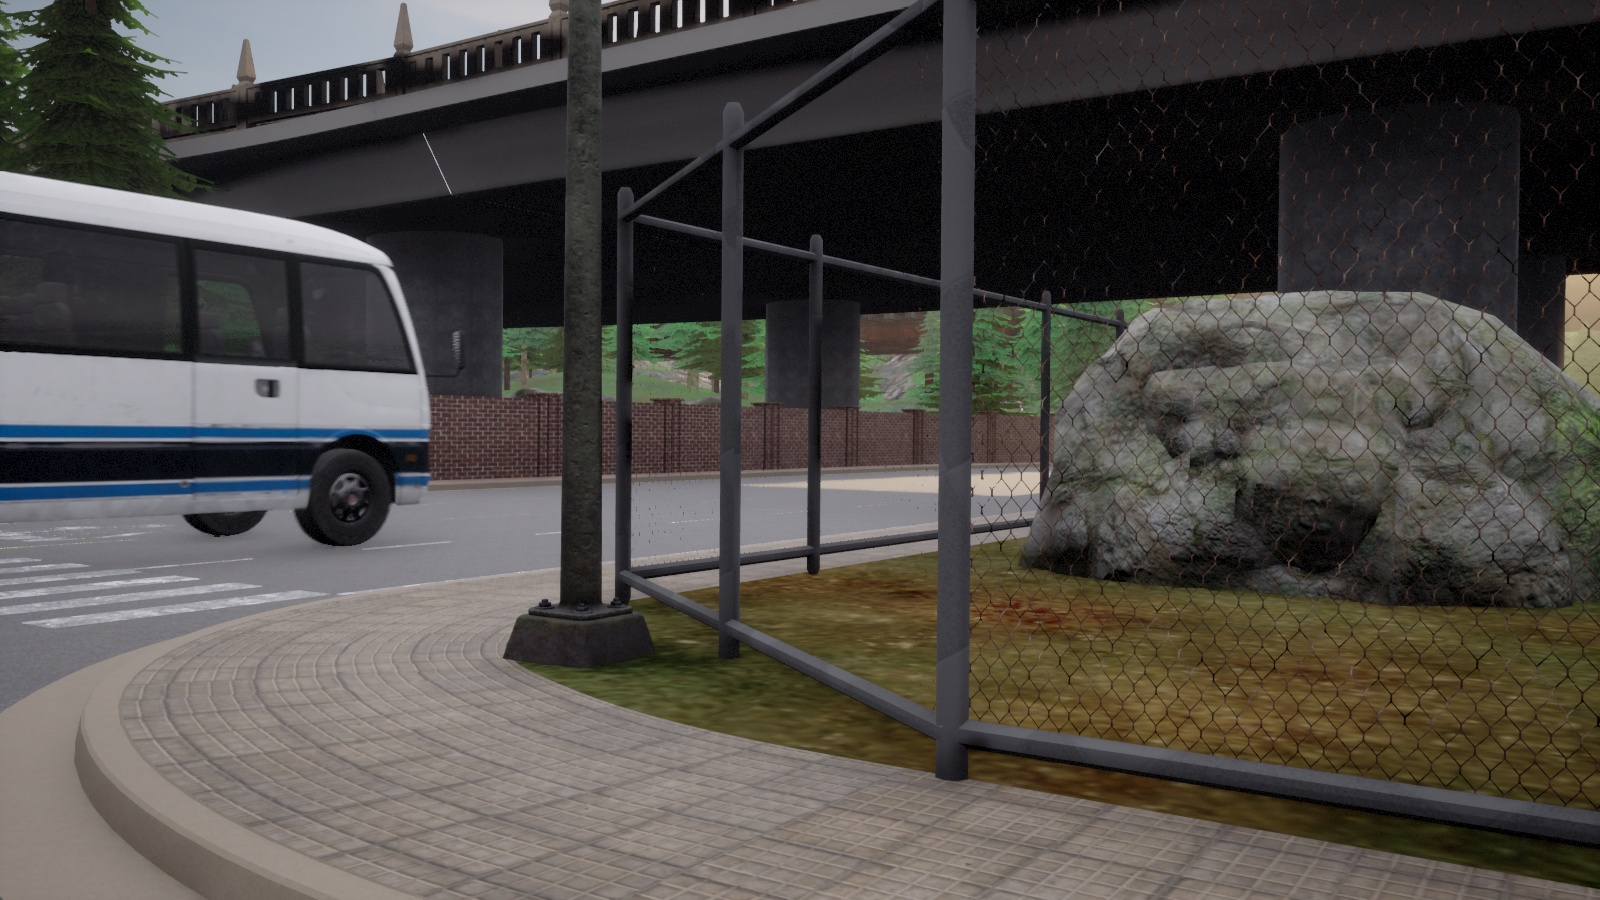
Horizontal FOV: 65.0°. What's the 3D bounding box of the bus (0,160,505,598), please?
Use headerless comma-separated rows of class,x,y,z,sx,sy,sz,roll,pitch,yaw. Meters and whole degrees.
bus,-8.645,-0.711,14.447,3.944,4.253,10.273,0,1,33
